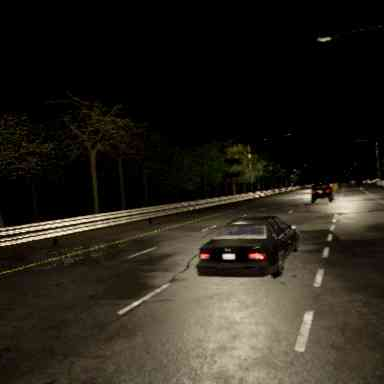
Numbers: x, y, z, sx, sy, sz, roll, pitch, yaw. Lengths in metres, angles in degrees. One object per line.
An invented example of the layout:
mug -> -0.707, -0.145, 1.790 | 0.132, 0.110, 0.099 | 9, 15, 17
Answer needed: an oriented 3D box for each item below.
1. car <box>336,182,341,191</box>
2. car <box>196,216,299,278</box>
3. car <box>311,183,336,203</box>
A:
car -> 30.287, -0.958, 71.332 | 1.882, 1.535, 5.008 | -5, 0, 25
car -> 1.881, 1.413, 9.743 | 2.033, 1.411, 5.357 | -5, 0, 25
car -> 14.699, 0.049, 37.589 | 2.150, 2.045, 5.566 | -5, 0, 25
